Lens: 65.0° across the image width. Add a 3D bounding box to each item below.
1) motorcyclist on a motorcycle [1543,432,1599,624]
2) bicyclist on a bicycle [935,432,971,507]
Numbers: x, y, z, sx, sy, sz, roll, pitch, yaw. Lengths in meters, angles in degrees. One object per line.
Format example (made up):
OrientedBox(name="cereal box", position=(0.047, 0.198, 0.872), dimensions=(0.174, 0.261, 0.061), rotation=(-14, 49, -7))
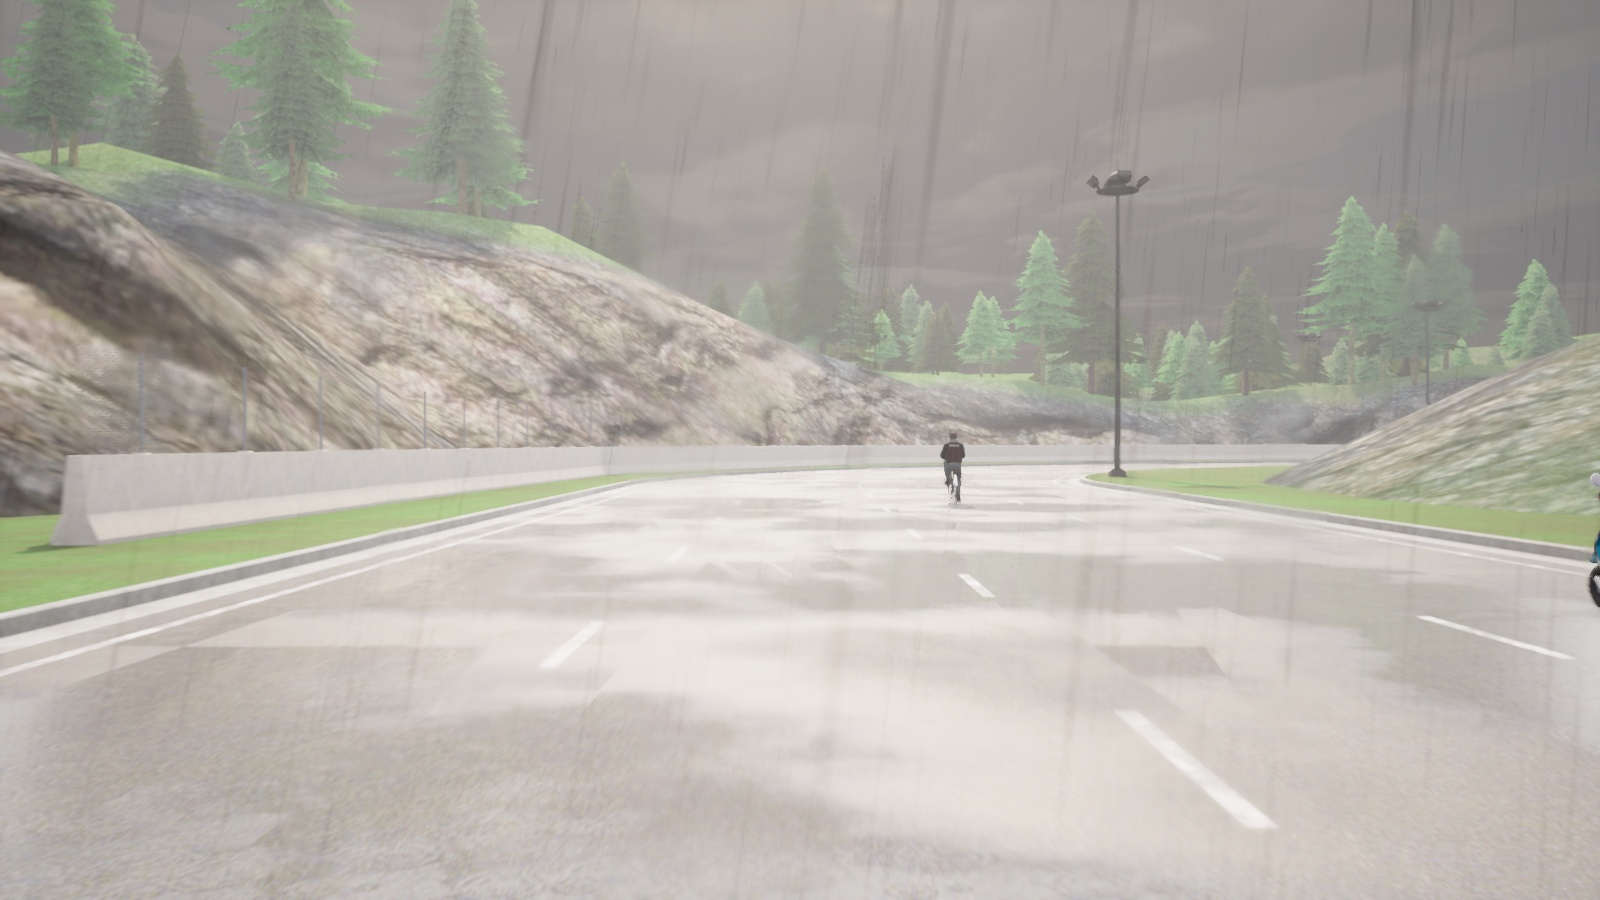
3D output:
OrientedBox(name="motorcyclist on a motorcycle", position=(7.075, 0.648, 10.314), dimensions=(0.866, 1.590, 1.817), rotation=(0, 0, 0))
OrientedBox(name="bicyclist on a bicycle", position=(3.690, 0.449, 30.410), dimensions=(0.659, 1.776, 1.843), rotation=(0, 1, 0))
